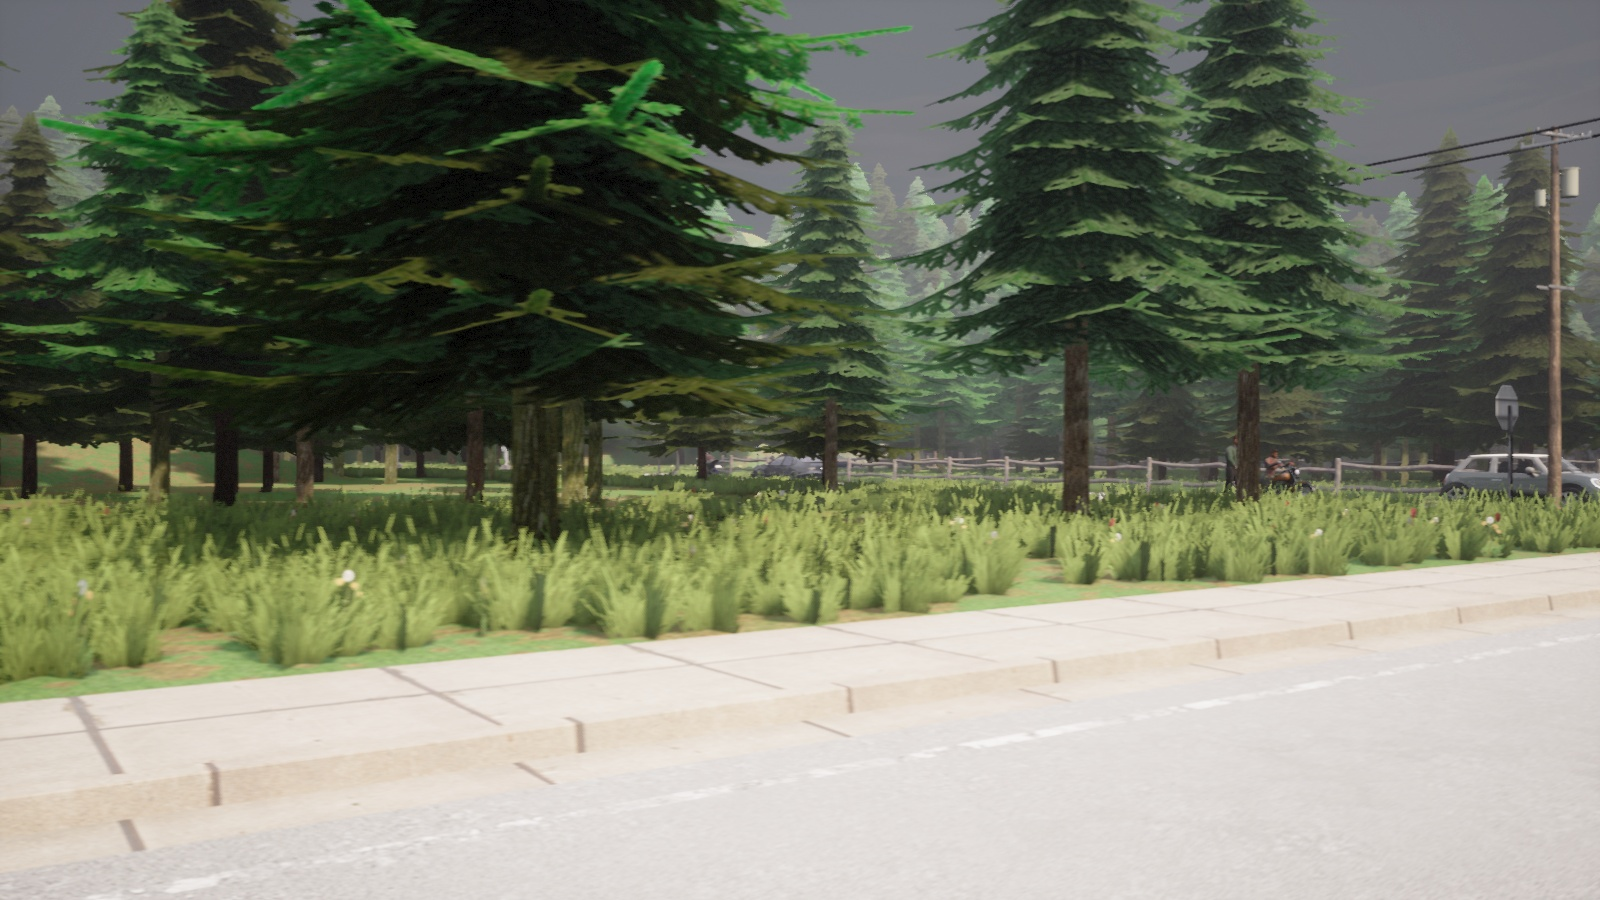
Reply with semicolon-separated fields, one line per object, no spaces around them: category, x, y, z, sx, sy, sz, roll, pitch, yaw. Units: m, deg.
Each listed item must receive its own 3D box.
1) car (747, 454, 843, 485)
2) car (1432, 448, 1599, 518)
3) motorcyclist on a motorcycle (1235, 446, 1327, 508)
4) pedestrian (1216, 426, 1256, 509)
car;-0.306;0.916;60.992;2.033;1.411;5.357;0;0;-34
car;16.785;0.710;28.583;1.970;1.475;3.806;0;0;-32
motorcyclist on a motorcycle;13.142;0.717;34.386;0.766;1.649;2.350;0;0;-32
pedestrian;10.373;0.421;29.901;0.423;1.949;0.788;0;0;-34
